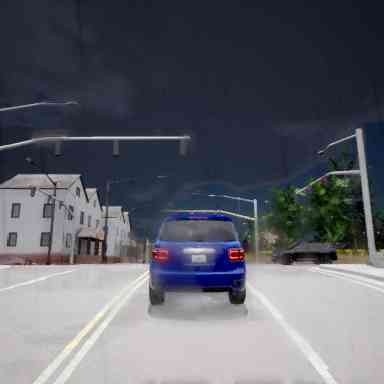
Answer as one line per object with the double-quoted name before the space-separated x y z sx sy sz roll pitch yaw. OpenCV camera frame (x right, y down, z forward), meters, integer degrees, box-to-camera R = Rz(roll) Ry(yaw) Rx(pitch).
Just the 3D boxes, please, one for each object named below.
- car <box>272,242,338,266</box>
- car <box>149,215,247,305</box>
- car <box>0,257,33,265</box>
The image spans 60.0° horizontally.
"car" 10.010 5.551 29.711 5.566 2.045 2.150 0 -12 1
"car" 0.086 1.762 9.322 2.150 2.045 5.566 0 -7 -1
"car" -16.625 6.593 29.840 4.181 1.385 1.994 -8 -12 -1
